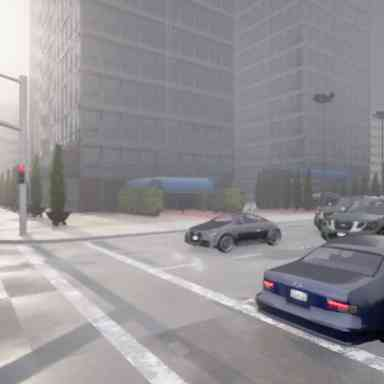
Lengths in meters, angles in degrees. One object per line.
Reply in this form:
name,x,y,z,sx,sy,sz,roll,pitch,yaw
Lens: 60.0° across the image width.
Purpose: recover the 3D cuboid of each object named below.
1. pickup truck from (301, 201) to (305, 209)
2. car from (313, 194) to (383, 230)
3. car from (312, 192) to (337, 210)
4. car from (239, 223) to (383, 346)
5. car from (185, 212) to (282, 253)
pickup truck,15.711,1.043,39.411,6.274,2.098,2.390,0,0,-4
car,7.702,1.216,13.672,5.566,2.045,2.150,0,0,-35
car,9.428,1.213,19.131,5.566,2.045,2.150,0,0,-35
car,3.601,1.545,6.272,5.357,1.411,2.033,0,0,-35
car,1.771,1.560,13.793,4.181,1.385,1.994,0,0,-35
